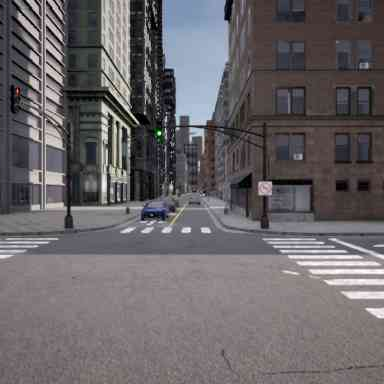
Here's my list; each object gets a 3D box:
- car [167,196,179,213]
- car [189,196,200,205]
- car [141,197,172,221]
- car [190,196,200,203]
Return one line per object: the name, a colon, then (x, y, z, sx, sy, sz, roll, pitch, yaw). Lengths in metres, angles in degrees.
car: (-2.865, 1.322, 37.252, 2.097, 1.767, 4.553, 0, 0, 1)
car: (0.455, 1.518, 57.838, 1.994, 1.385, 4.181, 0, 0, 1)
car: (-2.976, 1.456, 27.385, 1.882, 1.535, 5.008, 0, 0, 1)
car: (0.564, 1.489, 67.840, 2.033, 1.411, 5.357, 0, 0, 1)
